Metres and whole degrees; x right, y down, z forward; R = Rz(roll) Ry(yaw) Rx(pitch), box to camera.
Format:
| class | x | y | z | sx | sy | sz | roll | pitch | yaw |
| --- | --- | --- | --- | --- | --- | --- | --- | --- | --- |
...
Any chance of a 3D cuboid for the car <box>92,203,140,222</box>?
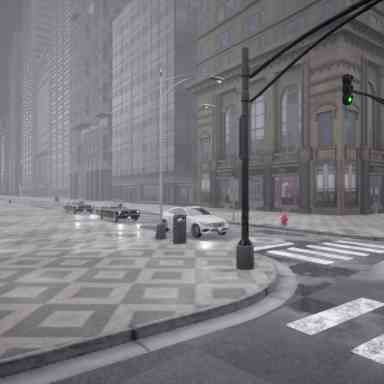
| class | x | y | z | sx | sy | sz | roll | pitch | yaw |
| --- | --- | --- | --- | --- | --- | --- | --- | --- | --- |
| car | -5.807 | 1.523 | 25.867 | 1.895 | 1.301 | 4.718 | 0 | 0 | -35 |

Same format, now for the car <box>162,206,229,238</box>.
| class | x | y | z | sx | sy | sz | roll | pitch | yaw |
| --- | --- | --- | --- | --- | --- | --- | --- | --- | --- |
| car | -0.052 | 1.475 | 17.749 | 1.812 | 1.442 | 4.674 | 0 | 0 | -37 |

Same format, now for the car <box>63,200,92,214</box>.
| class | x | y | z | sx | sy | sz | roll | pitch | yaw |
| --- | --- | --- | --- | --- | --- | --- | --- | --- | --- |
| car | -11.691 | 1.498 | 34.156 | 1.895 | 1.301 | 4.718 | 0 | 0 | -35 |
